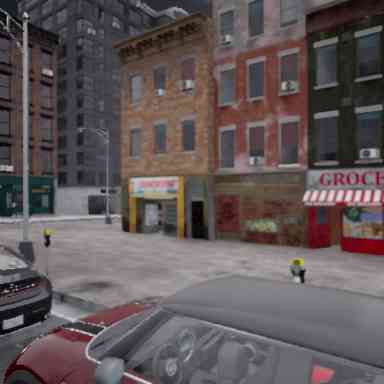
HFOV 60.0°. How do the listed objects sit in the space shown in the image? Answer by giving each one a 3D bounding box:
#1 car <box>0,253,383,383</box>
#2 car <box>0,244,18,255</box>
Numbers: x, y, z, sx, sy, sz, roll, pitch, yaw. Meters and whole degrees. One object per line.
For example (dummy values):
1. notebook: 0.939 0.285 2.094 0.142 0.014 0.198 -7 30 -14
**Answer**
1. car: 0.273 1.439 2.624 4.097 1.590 1.967 0 0 36
2. car: -4.207 1.543 5.820 4.403 1.369 2.008 0 0 36
